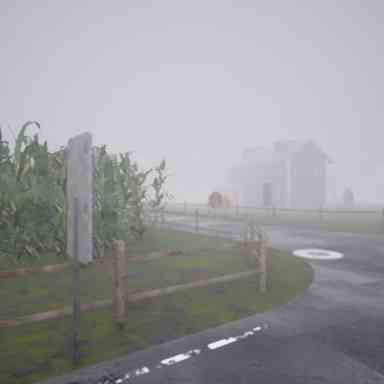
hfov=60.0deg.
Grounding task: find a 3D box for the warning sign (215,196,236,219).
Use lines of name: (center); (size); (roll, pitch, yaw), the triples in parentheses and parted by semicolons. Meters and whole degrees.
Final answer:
warning sign: (2.785, 1.236, 27.715); (1.300, 1.860, 1.060); (0, 0, -35)
